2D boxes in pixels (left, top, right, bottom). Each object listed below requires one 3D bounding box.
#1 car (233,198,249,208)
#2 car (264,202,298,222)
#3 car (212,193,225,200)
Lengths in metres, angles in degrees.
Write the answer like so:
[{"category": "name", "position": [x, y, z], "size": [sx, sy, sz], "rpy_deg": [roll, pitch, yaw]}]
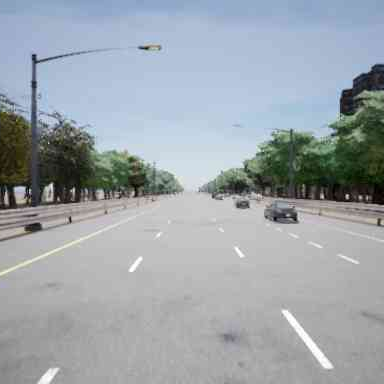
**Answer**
[{"category": "car", "position": [7.102, 1.537, 47.883], "size": [1.812, 1.442, 4.674], "rpy_deg": [0, 0, 0]}, {"category": "car", "position": [7.032, 1.540, 26.582], "size": [1.812, 1.442, 4.674], "rpy_deg": [0, 0, 0]}, {"category": "car", "position": [7.255, 1.554, 91.913], "size": [2.033, 1.411, 5.357], "rpy_deg": [0, 0, 0]}]
